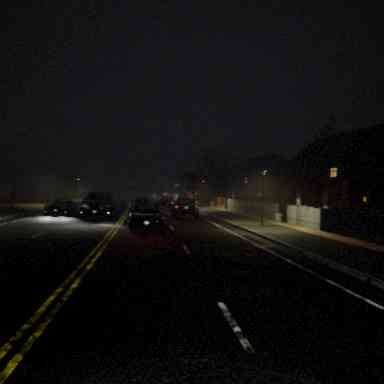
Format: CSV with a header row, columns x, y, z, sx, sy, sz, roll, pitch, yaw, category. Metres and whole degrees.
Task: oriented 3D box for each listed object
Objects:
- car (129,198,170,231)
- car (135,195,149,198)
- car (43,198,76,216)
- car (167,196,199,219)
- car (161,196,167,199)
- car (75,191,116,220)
x,y,z,sx,sy,sz,roll,pitch,yaw,category
-2.685,1.359,19.636,2.128,1.511,4.902,2,0,-8,car
-7.211,1.138,48.293,1.882,1.535,5.008,2,0,-10,car
-10.521,1.173,26.921,1.994,1.385,4.181,2,0,-9,car
-0.699,1.259,28.388,2.097,1.767,4.553,2,0,-7,car
-3.513,1.256,45.767,1.882,1.535,5.008,2,0,-9,car
-6.958,0.944,25.139,2.150,2.045,5.566,2,0,-8,car
